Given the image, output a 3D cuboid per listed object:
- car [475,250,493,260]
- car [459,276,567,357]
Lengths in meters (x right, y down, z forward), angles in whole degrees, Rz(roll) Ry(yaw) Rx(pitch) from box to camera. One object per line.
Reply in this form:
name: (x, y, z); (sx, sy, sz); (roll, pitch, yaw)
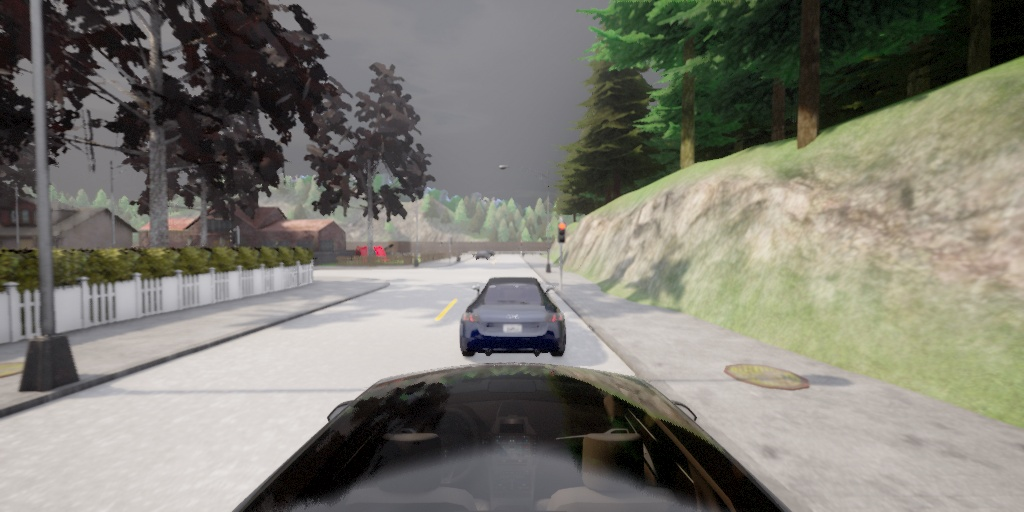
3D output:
car: (-4.367, -0.128, 53.442); (2.033, 1.411, 5.357); (0, 2, 0)
car: (0.022, 1.138, 8.076); (1.994, 1.385, 4.181); (0, 2, 0)
